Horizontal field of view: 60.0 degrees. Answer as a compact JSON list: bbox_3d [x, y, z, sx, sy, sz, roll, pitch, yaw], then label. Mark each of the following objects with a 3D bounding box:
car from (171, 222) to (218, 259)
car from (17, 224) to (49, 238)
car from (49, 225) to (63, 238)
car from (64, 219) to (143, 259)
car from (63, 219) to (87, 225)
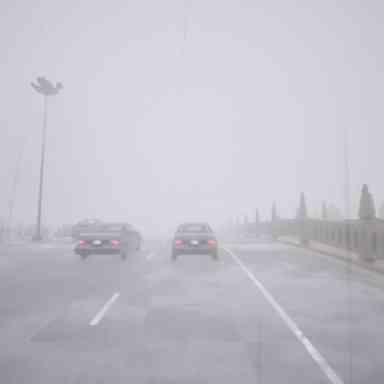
[{"bbox_3d":[0.098,2.007,14.375,2.033,1.411,5.357,0,-4,0],"label":"car"},{"bbox_3d":[-17.589,4.363,37.102,2.128,1.511,4.902,0,-7,0],"label":"car"},{"bbox_3d":[-14.088,4.366,38.186,2.097,1.767,4.553,0,-7,0],"label":"car"},{"bbox_3d":[-3.401,2.010,14.423,2.033,1.411,5.357,0,-4,0],"label":"car"},{"bbox_3d":[-6.902,2.680,23.411,2.128,1.511,4.902,0,-6,0],"label":"car"}]
